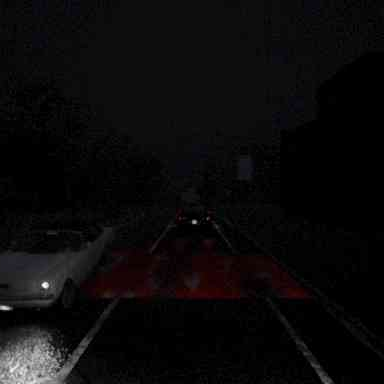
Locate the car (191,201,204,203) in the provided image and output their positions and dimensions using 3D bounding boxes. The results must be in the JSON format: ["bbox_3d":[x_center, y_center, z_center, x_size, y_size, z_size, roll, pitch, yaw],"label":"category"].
[{"bbox_3d":[0.610,1.694,36.396,2.033,1.411,5.357,0,0,5],"label":"car"}]

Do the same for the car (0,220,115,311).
[{"bbox_3d":[-3.320,1.502,8.065,1.895,1.301,4.718,0,6,0],"label":"car"}]

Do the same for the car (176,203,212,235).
[{"bbox_3d":[0.126,1.596,19.537,2.163,1.488,4.792,0,0,0],"label":"car"}]
